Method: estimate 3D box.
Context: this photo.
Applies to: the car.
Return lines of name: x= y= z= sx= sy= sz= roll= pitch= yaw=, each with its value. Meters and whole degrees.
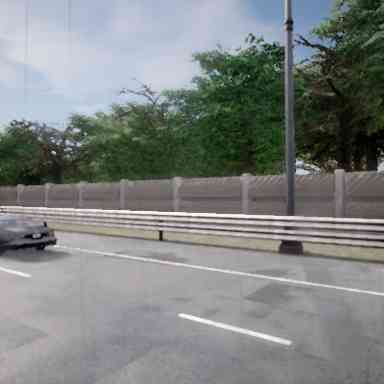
car: x=-7.756 y=1.676 z=13.696 sx=5.357 sy=1.411 sz=2.033 roll=-1 pitch=0 yaw=36
